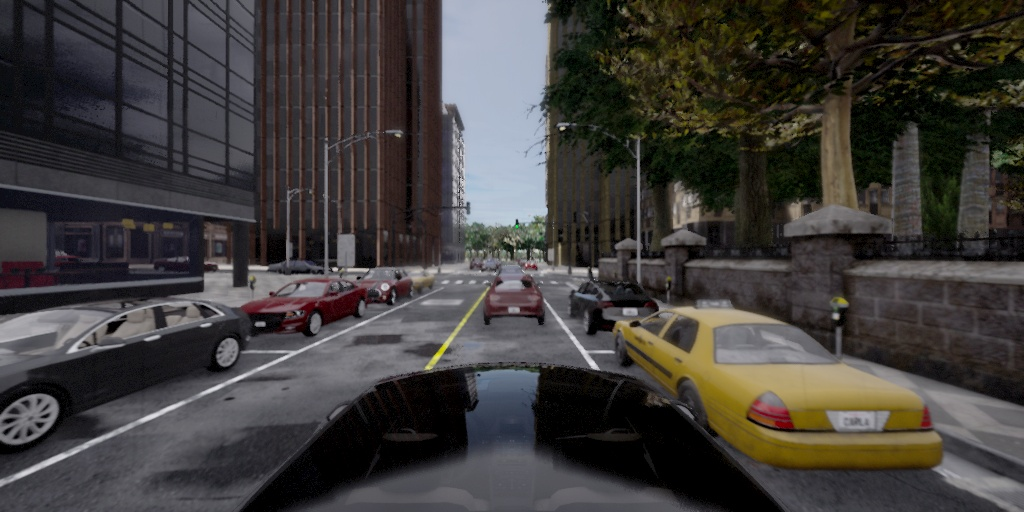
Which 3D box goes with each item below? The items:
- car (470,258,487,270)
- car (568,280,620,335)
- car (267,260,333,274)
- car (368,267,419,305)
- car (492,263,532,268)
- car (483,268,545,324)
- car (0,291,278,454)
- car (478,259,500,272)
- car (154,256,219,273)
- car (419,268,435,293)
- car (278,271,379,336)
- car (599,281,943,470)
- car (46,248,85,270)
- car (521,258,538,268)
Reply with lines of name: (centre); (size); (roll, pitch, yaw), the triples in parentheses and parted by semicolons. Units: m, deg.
car: (-5.750, 1.277, 58.783); (2.192, 1.841, 5.009); (0, 0, 0)
car: (2.765, 1.346, 10.462); (1.948, 1.339, 4.313); (0, 0, 0)
car: (-19.308, 1.058, 32.839); (5.357, 1.411, 2.033); (1, 0, 0)
car: (-5.759, 1.240, 15.919); (1.967, 1.591, 4.097); (0, 0, 0)
car: (-0.128, 1.375, 23.610); (2.033, 1.411, 5.357); (0, 0, -3)
car: (0.072, 1.312, 12.090); (1.812, 1.442, 4.674); (0, 0, 0)
car: (-5.761, 1.312, 5.005); (2.007, 1.370, 4.403); (0, 0, 0)
car: (-3.074, 1.489, 49.347); (1.994, 1.385, 4.181); (0, 0, 1)
car: (-29.716, 0.787, 32.825); (5.008, 1.535, 1.882); (1, 0, 0)
car: (-5.758, 1.345, 21.206); (1.751, 1.417, 4.829); (0, 0, 0)
car: (-5.760, 1.326, 10.462); (1.888, 1.381, 4.507); (0, 0, 0)
car: (2.764, 1.287, 5.176); (1.751, 1.417, 4.829); (0, 0, 0)
car: (-42.816, 0.284, 32.818); (5.566, 2.045, 2.150); (1, 0, 0)
car: (2.774, 1.381, 53.344); (1.967, 1.591, 4.097); (0, 0, 0)
